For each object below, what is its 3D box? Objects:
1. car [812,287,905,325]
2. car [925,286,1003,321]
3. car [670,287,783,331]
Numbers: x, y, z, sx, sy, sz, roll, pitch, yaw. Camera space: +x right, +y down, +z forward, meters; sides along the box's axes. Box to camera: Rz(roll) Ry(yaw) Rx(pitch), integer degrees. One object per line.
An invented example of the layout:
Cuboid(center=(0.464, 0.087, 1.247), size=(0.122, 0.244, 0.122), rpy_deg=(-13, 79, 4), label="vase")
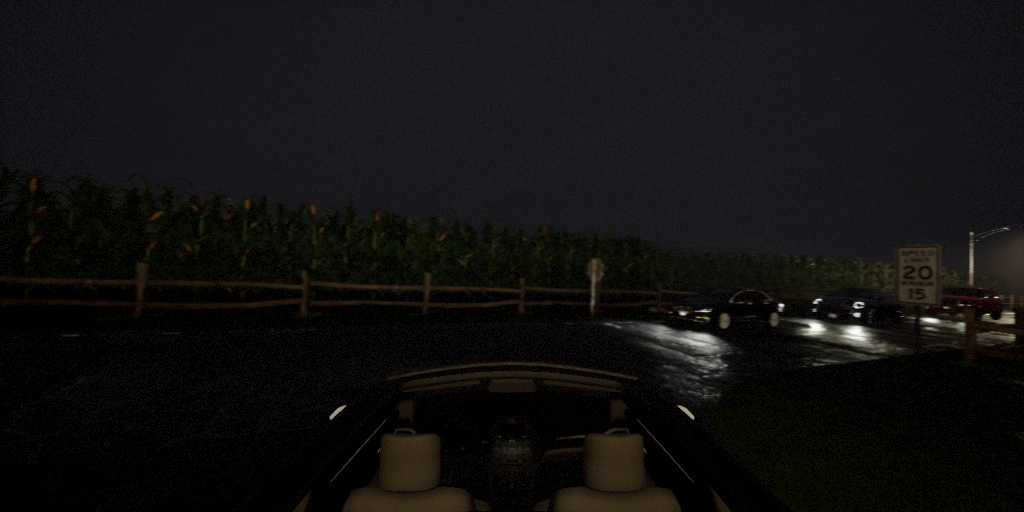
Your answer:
Cuboid(center=(17.218, 2.358, 17.860), size=(4.553, 1.767, 2.097), rpy_deg=(4, -2, -24), label="car")
Cuboid(center=(29.637, 3.021, 23.473), size=(5.566, 2.045, 2.150), rpy_deg=(3, -2, -24), label="car")
Cuboid(center=(8.292, 1.943, 13.801), size=(4.892, 1.490, 1.837), rpy_deg=(4, -2, -25), label="car")
